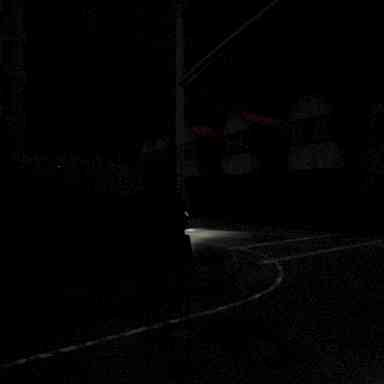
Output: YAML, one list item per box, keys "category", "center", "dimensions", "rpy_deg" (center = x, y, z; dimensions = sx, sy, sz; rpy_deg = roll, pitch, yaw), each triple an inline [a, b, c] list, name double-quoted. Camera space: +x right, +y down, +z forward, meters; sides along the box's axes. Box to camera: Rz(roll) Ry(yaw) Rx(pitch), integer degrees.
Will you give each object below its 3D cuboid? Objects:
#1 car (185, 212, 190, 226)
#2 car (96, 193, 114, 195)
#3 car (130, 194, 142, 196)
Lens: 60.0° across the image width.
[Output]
- category: "car"
  center: [-2.114, 1.356, 21.634]
  dimensions: [2.097, 1.767, 4.553]
  rpy_deg: [0, 0, -36]
- category: "car"
  center: [-19.184, 1.257, 75.607]
  dimensions: [3.806, 1.475, 1.970]
  rpy_deg: [0, 0, -36]
- category: "car"
  center: [-11.332, 1.326, 76.813]
  dimensions: [4.514, 1.523, 2.007]
  rpy_deg: [0, 0, -36]
